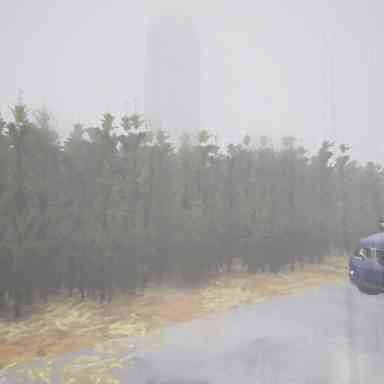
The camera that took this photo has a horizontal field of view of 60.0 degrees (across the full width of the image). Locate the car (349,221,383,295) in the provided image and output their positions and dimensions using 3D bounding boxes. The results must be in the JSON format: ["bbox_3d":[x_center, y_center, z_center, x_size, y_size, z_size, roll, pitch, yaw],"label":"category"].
[{"bbox_3d":[5.997,1.275,7.769,5.566,2.045,2.150,0,0,-35],"label":"car"}]
